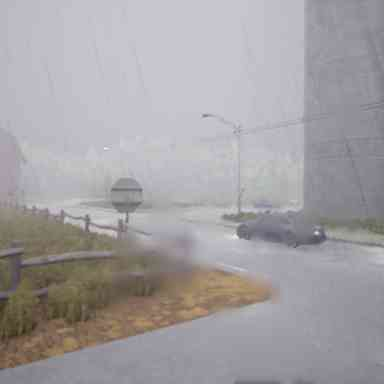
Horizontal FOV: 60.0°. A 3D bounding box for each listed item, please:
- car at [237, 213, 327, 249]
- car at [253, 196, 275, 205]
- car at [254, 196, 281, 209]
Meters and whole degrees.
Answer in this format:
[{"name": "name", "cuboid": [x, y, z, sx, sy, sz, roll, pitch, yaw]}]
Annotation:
[{"name": "car", "cuboid": [4.046, 1.681, 15.514, 1.994, 1.385, 4.181, 1, 0, -36]}, {"name": "car", "cuboid": [15.699, 1.838, 72.566, 1.932, 1.855, 4.605, 1, 0, -36]}, {"name": "car", "cuboid": [12.175, 1.874, 53.599, 2.242, 1.667, 4.611, 1, 0, -36]}]
